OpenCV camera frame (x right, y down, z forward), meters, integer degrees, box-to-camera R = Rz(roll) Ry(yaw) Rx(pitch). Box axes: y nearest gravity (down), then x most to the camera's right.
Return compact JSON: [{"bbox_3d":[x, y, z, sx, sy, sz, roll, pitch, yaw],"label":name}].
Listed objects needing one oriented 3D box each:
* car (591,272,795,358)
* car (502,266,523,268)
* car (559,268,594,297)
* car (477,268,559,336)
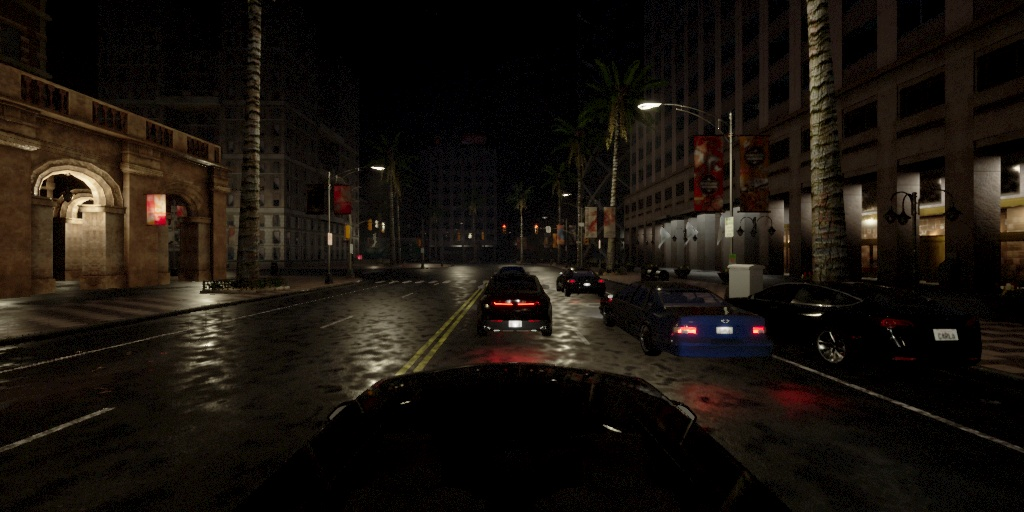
[{"bbox_3d":[3.567,1.297,8.550,2.033,1.411,5.357,0,0,0],"label":"car"},{"bbox_3d":[0.013,1.276,19.306,1.812,1.442,4.674,0,0,-2],"label":"car"},{"bbox_3d":[3.517,1.314,18.902,1.994,1.385,4.181,0,0,-1],"label":"car"},{"bbox_3d":[0.052,1.254,10.359,1.837,1.490,4.892,0,0,0],"label":"car"}]
